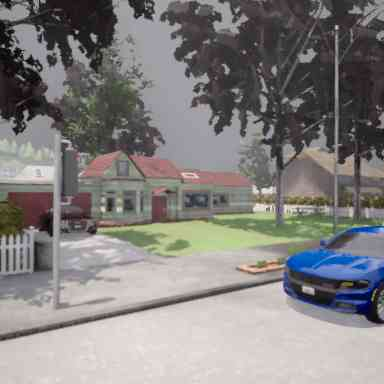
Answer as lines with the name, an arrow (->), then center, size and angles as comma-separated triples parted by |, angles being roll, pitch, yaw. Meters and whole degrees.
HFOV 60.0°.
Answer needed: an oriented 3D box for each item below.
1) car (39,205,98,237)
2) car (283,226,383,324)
car -> -6.090, 1.329, 16.151 | 1.994, 1.381, 4.181 | 1, 0, -34
car -> 4.162, 1.535, 7.428 | 5.008, 1.535, 1.882 | 1, 0, -34
